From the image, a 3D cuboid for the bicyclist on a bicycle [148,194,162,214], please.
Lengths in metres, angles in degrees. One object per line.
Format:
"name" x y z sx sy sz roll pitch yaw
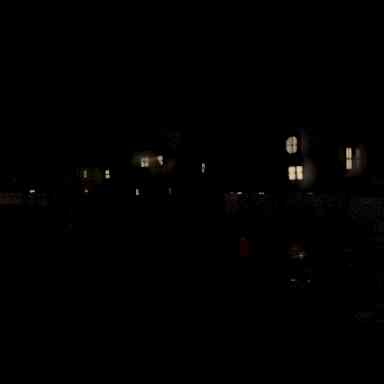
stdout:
"bicyclist on a bicycle" -3.091 1.000 27.944 0.582 1.620 1.656 0 3 38
